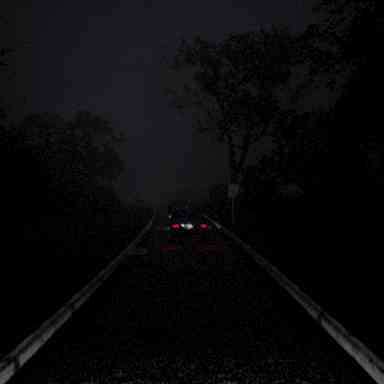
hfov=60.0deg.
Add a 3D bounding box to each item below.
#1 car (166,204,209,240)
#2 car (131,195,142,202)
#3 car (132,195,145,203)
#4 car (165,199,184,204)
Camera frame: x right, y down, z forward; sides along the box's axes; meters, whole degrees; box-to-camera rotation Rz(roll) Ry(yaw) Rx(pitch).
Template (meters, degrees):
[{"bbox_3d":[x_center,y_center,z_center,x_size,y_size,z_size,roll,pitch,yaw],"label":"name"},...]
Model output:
[{"bbox_3d":[-0.213,1.546,16.997,2.033,1.411,5.357,0,0,-3],"label":"car"},{"bbox_3d":[-12.218,1.413,73.610,1.994,1.385,4.181,0,0,-15],"label":"car"},{"bbox_3d":[-10.324,1.518,65.887,1.812,1.442,4.674,0,0,-14],"label":"car"},{"bbox_3d":[-1.866,1.488,37.083,2.128,1.511,4.902,0,0,-7],"label":"car"}]
